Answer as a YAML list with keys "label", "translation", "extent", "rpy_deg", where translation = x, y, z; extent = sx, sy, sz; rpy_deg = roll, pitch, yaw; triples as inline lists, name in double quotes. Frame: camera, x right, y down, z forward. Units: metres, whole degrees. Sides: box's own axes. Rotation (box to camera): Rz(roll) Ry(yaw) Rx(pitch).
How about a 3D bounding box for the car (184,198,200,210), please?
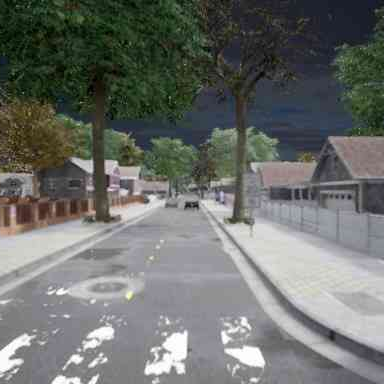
- label: "car"
  translation: [-0.017, 1.481, 42.806]
  extent: [1.882, 1.535, 5.008]
  rpy_deg: [0, 0, 0]

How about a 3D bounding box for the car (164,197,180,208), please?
- label: "car"
  translation: [-2.769, 1.490, 46.975]
  extent: [1.837, 1.490, 4.892]
  rpy_deg: [0, 0, 0]

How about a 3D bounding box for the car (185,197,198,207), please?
- label: "car"
  translation: [-0.023, 1.567, 53.225]
  extent: [1.994, 1.385, 4.181]
  rpy_deg: [0, 0, 0]
